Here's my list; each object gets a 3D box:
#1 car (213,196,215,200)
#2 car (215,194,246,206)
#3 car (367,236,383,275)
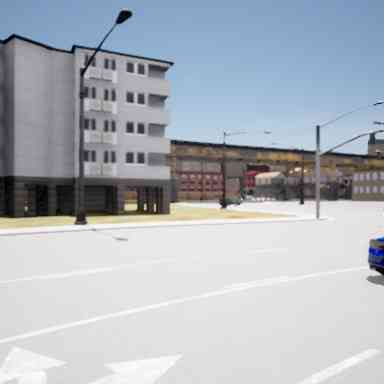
[{"bbox_3d":[5.787,1.383,74.623,1.812,1.442,4.674,0,0,15],"label":"car"},{"bbox_3d":[6.727,1.421,58.997,2.150,2.045,5.566,0,0,-21],"label":"car"},{"bbox_3d":[7.009,1.527,8.979,5.008,1.535,1.882,0,0,-26],"label":"car"}]
